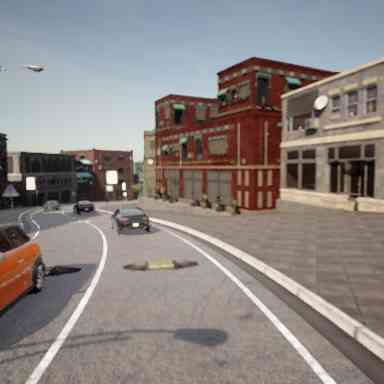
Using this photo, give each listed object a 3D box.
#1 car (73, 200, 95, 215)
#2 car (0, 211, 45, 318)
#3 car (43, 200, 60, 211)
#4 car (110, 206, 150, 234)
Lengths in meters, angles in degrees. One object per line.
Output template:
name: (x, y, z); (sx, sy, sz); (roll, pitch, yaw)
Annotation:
car: (-12.354, 1.712, 37.971); (1.882, 1.535, 5.008); (-3, 0, -25)
car: (-4.221, 1.406, 5.789); (2.097, 1.767, 4.553); (-1, 0, -8)
car: (-19.824, 1.958, 47.069); (1.837, 1.490, 4.892); (-2, 0, -16)
car: (-3.711, 1.556, 19.561); (1.812, 1.442, 4.674); (-2, 0, -19)
